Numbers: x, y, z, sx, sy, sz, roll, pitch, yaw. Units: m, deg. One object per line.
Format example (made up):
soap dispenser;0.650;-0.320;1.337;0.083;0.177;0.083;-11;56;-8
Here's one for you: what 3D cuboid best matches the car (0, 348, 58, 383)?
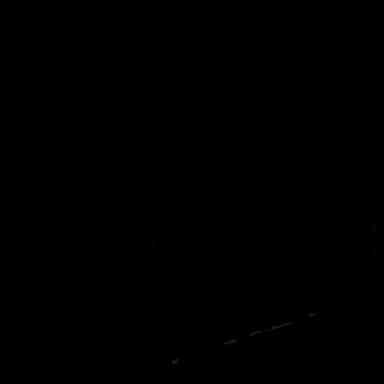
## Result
car;-2.755;1.586;0.982;4.718;1.301;1.895;1;0;-35
